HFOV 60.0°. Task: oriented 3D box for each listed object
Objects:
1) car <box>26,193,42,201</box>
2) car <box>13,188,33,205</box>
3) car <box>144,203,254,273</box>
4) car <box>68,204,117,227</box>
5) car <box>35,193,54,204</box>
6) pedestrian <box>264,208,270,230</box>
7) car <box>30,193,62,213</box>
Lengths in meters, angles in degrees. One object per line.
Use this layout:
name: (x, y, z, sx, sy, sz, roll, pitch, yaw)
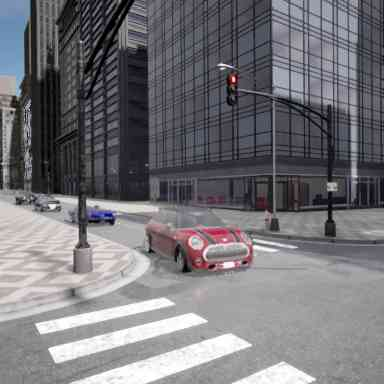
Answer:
car: (-28.438, 0.922, 59.669, 1.895, 1.301, 4.718, -1, 1, -34)
car: (-23.371, 0.744, 46.634, 2.150, 2.045, 5.566, -1, 1, -34)
car: (0.017, 1.309, 10.809, 2.097, 1.767, 4.553, -1, 1, -25)
car: (-6.520, 1.440, 21.544, 1.895, 1.301, 4.718, -1, 1, -34)
car: (-22.871, 0.951, 51.438, 1.837, 1.490, 4.892, -1, 1, -34)
pedestrian: (3.902, 1.373, 17.255, 0.500, 1.100, 0.500, 0, 0, -34)
car: (-14.446, 1.196, 33.281, 2.128, 1.511, 4.902, -1, 1, -34)
